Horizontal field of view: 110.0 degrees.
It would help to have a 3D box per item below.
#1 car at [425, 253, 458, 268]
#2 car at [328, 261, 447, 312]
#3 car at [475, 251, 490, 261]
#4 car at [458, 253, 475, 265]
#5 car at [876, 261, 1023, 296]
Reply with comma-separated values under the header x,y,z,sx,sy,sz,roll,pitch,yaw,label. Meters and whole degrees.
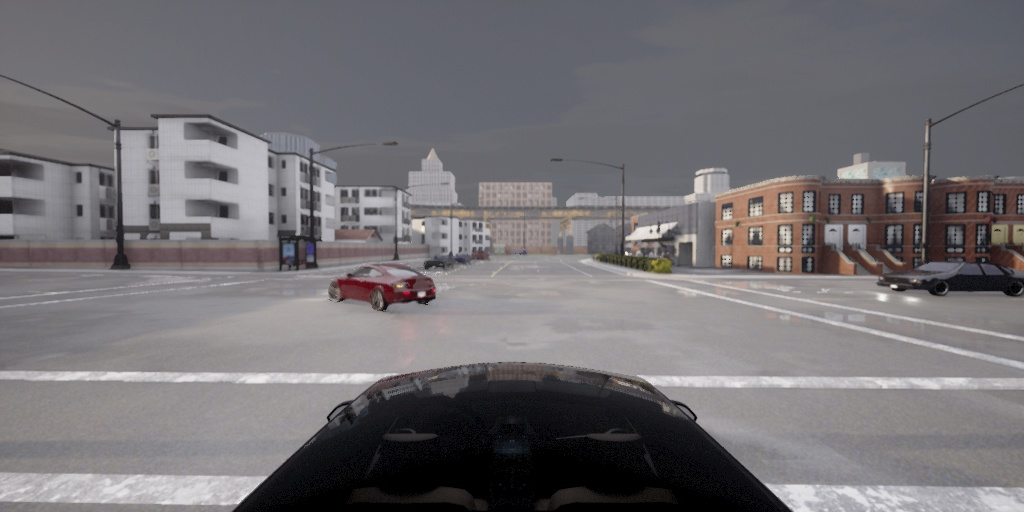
x,y,z,sx,sy,sz,roll,pitch,yaw,label
-6.536,0.564,32.601,1.895,1.301,4.718,0,1,3,car
-4.639,0.988,12.673,4.674,1.442,1.812,1,1,39,car
-4.858,-0.088,55.211,1.882,1.535,5.008,0,1,11,car
-6.021,0.343,42.037,1.895,1.301,4.718,0,1,4,car
19.228,0.930,15.493,5.357,1.411,2.033,0,1,1,car
